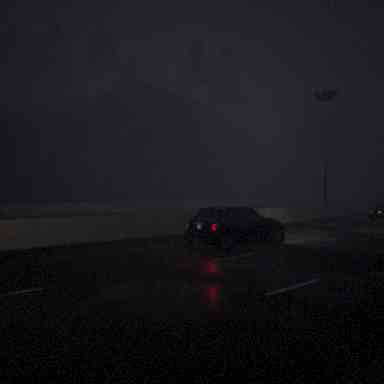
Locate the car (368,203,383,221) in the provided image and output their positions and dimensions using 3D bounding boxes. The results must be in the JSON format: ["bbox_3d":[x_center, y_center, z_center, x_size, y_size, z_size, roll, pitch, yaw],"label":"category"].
[{"bbox_3d":[15.750,1.572,26.520,5.357,1.411,2.033,0,0,-45],"label":"car"}]

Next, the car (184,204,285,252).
[{"bbox_3d":[1.939,1.376,14.234,4.553,1.767,2.097,0,0,-38],"label":"car"}]
